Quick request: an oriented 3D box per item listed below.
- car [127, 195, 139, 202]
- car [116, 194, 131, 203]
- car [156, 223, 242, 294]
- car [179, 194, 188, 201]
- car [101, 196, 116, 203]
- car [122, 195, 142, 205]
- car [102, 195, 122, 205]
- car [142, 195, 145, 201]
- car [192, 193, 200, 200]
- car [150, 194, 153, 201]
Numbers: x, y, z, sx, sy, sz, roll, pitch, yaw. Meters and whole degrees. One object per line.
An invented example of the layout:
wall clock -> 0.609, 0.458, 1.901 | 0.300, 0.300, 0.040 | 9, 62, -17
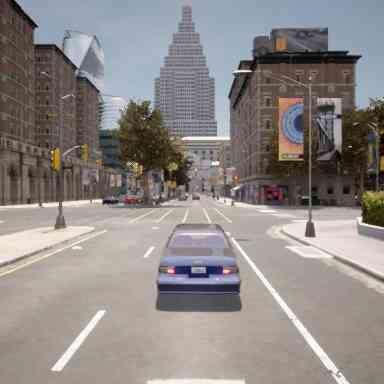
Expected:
car -> -14.021, 1.478, 78.851 | 1.882, 1.535, 5.008 | 0, 0, 1
car -> -14.149, 1.355, 68.752 | 2.097, 1.767, 4.553 | 0, 0, 1
car -> 0.172, 1.547, 8.905 | 2.033, 1.411, 5.357 | 0, 0, 1
car -> -2.415, 1.540, 87.126 | 2.033, 1.411, 5.357 | 0, 0, 1
car -> -17.385, 1.595, 69.799 | 1.895, 1.301, 4.718 | 0, 0, 1
car -> -10.830, 1.478, 59.827 | 1.882, 1.535, 5.008 | 0, 0, 1
car -> -14.349, 1.601, 58.646 | 1.895, 1.301, 4.718 | 0, 0, 1
car -> -10.638, 1.500, 69.623 | 1.837, 1.490, 4.892 | 0, 0, 1
car -> 1.121, 1.350, 89.984 | 2.097, 1.767, 4.553 | 0, 0, 1
car -> -10.511, 1.355, 79.611 | 2.097, 1.767, 4.553 | 0, 0, 1
